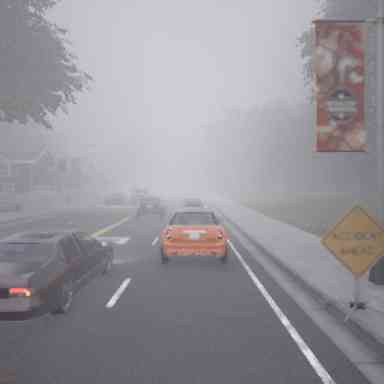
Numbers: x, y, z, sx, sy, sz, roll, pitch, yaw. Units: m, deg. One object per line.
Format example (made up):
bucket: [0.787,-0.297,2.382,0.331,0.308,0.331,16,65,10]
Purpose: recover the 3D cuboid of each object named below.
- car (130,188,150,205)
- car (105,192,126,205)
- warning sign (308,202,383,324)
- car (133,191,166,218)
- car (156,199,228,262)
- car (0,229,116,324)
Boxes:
car: [-6.610,0.498,43.395,2.150,2.045,5.566,0,2,0]
car: [-9.857,0.767,42.940,1.882,1.535,5.008,0,2,0]
warning sign: [2.838,1.120,5.723,1.300,1.860,1.060,-1,0,0]
car: [-3.182,1.091,27.063,2.097,1.767,4.553,0,1,0]
car: [0.076,1.322,12.104,2.097,1.767,4.553,0,0,0]
car: [-3.190,1.545,7.500,2.033,1.411,5.357,0,0,0]
